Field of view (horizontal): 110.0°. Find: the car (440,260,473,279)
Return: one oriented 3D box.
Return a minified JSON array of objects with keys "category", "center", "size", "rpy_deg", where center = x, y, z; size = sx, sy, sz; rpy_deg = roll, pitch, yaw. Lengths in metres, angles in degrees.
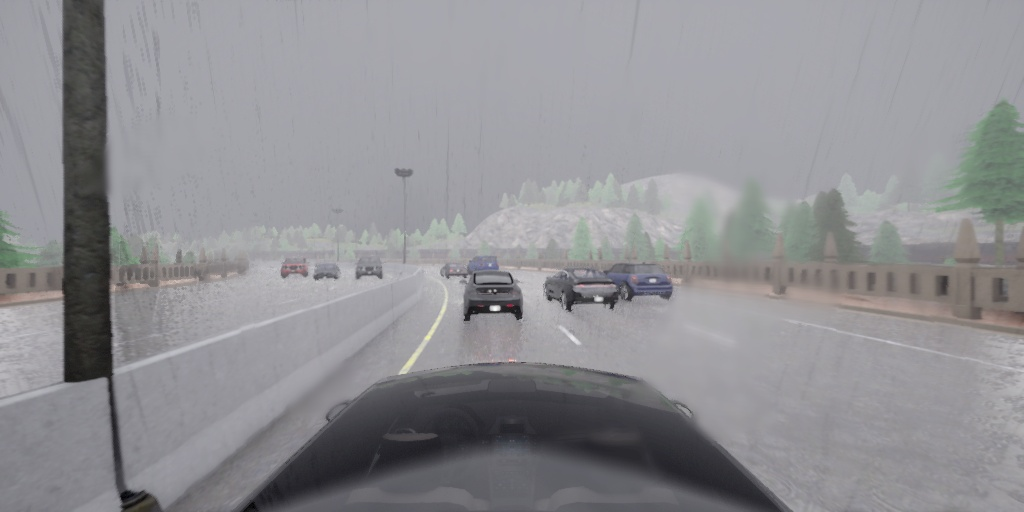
[{"category":"car","center":[-5.456,1.324,33.217],"size":[2.033,1.411,5.357],"rpy_deg":[0,0,-19]}]

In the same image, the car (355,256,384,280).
[{"category":"car","center":[-12.848,1.056,32.457],"size":[2.150,2.045,5.566],"rpy_deg":[0,0,-21]}]

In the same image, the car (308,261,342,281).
[{"category":"car","center":[-16.412,1.409,32.112],"size":[2.033,1.411,5.357],"rpy_deg":[0,0,-21]}]

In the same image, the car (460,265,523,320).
[{"category":"car","center":[-0.762,1.249,12.668],"size":[1.837,1.490,4.892],"rpy_deg":[0,0,-7]}]

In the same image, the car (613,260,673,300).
[{"category":"car","center":[5.644,1.059,17.208],"size":[2.097,1.767,4.553],"rpy_deg":[0,0,-8]}]

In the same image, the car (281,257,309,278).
[{"category":"car","center":[-22.413,1.149,37.224],"size":[2.150,2.045,5.566],"rpy_deg":[0,-1,-26]}]

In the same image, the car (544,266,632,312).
[{"category":"car","center":[2.554,1.217,14.240],"size":[2.128,1.511,4.902],"rpy_deg":[0,0,-7]}]

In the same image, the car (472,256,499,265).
[{"category":"car","center":[-3.007,0.981,36.666],"size":[2.150,2.045,5.566],"rpy_deg":[0,0,-20]}]
